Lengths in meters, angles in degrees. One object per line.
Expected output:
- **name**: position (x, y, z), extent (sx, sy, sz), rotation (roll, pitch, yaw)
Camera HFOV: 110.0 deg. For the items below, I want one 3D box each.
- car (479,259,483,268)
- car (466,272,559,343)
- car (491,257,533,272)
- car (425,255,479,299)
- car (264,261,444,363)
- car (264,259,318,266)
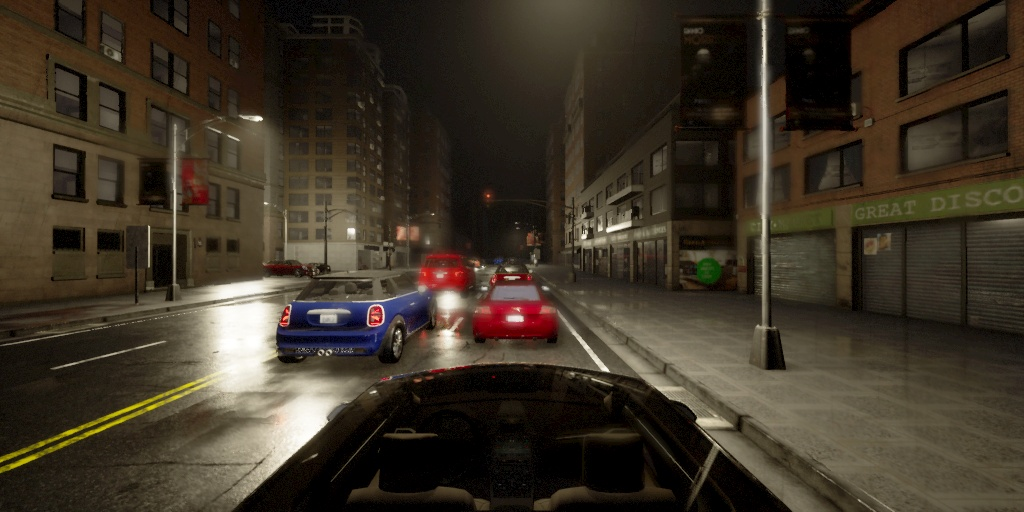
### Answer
- **car**: position (-6.541, 1.128, 59.588), extent (2.097, 1.767, 4.553), rotation (0, 0, 0)
- **car**: position (0.098, 1.315, 9.671), extent (1.994, 1.385, 4.181), rotation (0, 0, 0)
- **car**: position (0.011, 1.104, 18.289), extent (2.097, 1.767, 4.553), rotation (0, 0, 0)
- **car**: position (-3.139, 0.974, 18.328), extent (2.150, 2.045, 5.566), rotation (0, 0, 0)
- **car**: position (-3.142, 1.103, 8.289), extent (2.097, 1.767, 4.553), rotation (0, 0, 0)
- **car**: position (-20.772, 1.103, 33.621), extent (4.553, 1.767, 2.097), rotation (0, 0, 2)
